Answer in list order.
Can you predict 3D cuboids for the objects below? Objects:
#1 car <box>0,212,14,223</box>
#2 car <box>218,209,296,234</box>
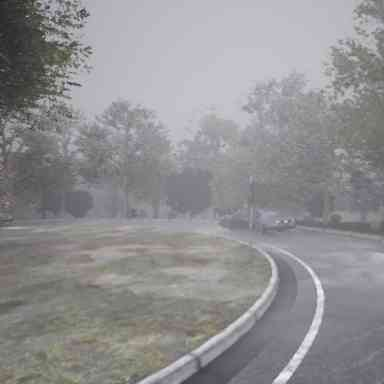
[{"bbox_3d":[-17.269,2.032,26.570,5.357,1.411,2.033,0,-1,-27],"label":"car"},{"bbox_3d":[3.884,1.742,20.708,2.033,1.411,5.357,0,-1,-33],"label":"car"}]
